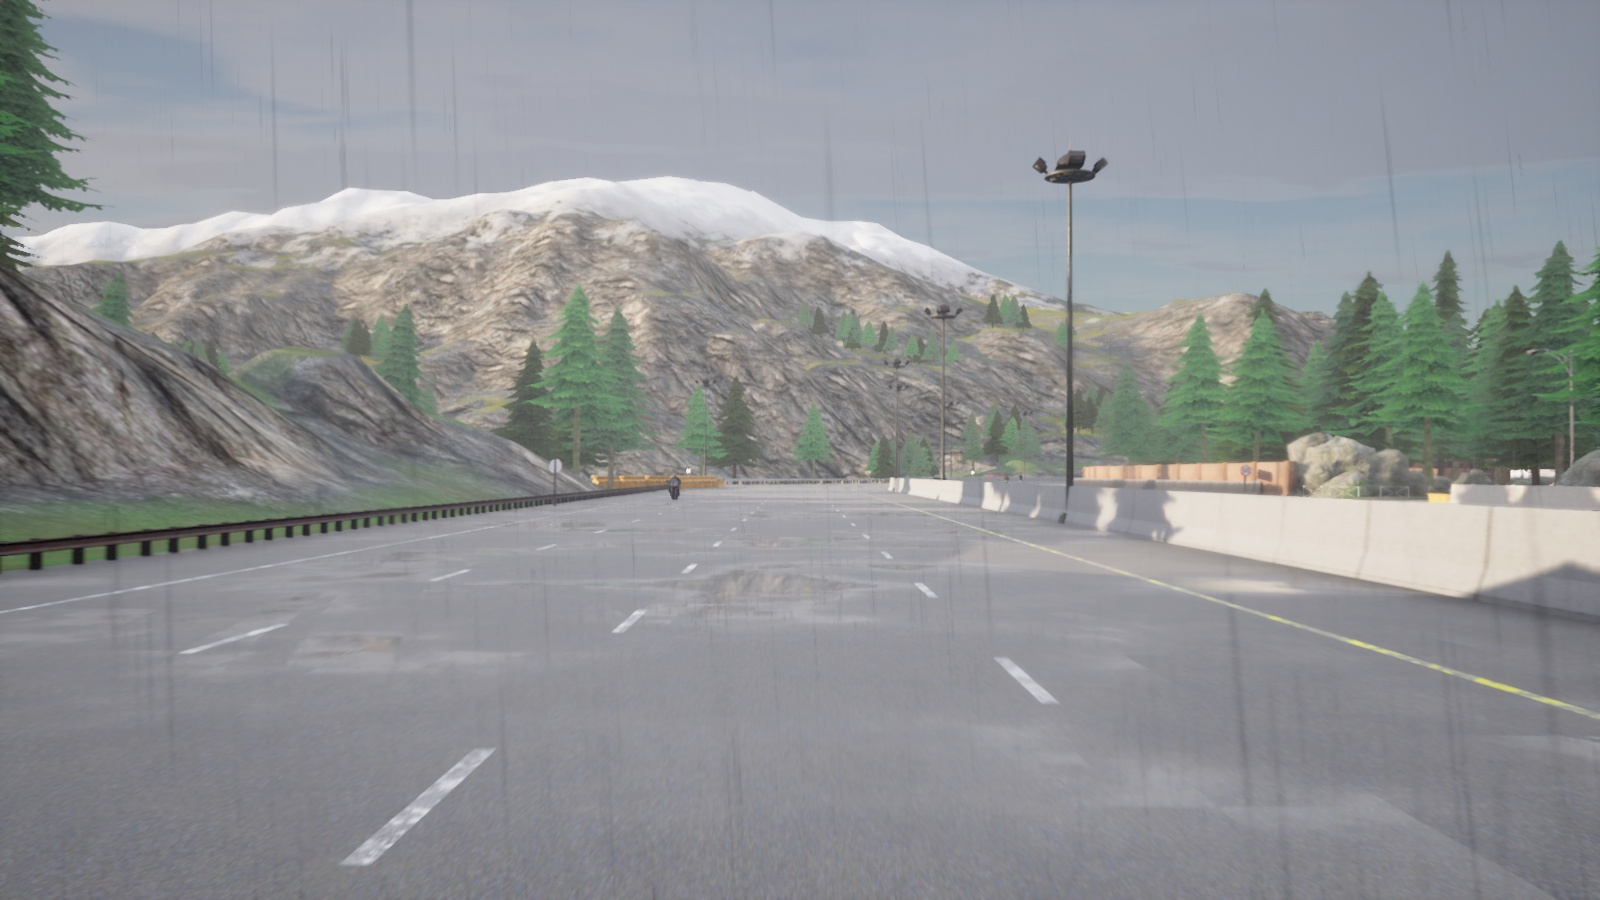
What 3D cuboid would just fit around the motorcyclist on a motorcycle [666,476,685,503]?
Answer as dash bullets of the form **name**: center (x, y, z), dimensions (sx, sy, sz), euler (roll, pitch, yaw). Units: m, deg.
- **motorcyclist on a motorcycle**: center (-7.178, 2.252, 72.464), dimensions (0.866, 1.530, 2.191), euler (0, -1, 0)
